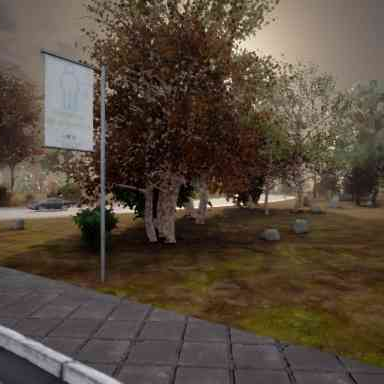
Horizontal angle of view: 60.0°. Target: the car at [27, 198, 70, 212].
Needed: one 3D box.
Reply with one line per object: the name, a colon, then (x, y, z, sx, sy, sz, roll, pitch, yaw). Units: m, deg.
car: (-16.949, 1.494, 39.490, 1.837, 1.490, 4.892, 0, 0, 38)
